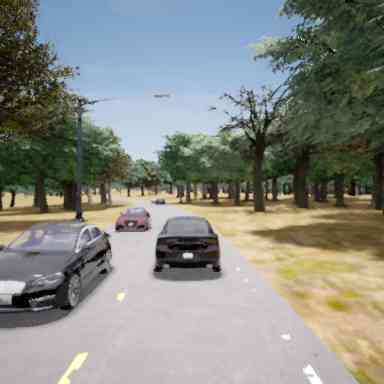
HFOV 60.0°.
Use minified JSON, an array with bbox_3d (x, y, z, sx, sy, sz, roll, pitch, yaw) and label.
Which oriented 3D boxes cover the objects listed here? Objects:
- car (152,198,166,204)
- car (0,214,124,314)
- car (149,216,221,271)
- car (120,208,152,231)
[{"bbox_3d":[-6.910,1.945,72.154,1.994,1.385,4.181,0,0,-12],"label":"car"},{"bbox_3d":[-3.210,1.526,7.949,2.128,1.511,4.902,0,0,-1],"label":"car"},{"bbox_3d":[-0.165,1.544,11.209,1.882,1.535,5.008,0,0,-1],"label":"car"},{"bbox_3d":[-3.672,1.708,21.527,1.994,1.385,4.181,0,0,-3],"label":"car"}]
